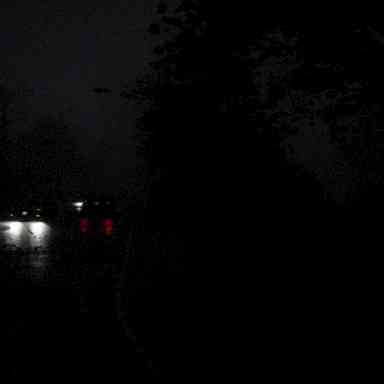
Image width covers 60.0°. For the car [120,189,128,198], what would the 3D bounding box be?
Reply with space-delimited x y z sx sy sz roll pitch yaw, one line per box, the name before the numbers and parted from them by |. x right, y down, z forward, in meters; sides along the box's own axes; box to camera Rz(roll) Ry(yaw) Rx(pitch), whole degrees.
car | -11.097 0.204 51.982 1.994 1.385 4.181 2 2 -9

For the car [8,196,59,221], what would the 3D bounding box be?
car | -9.760 0.963 20.786 1.994 1.385 4.181 2 1 -9

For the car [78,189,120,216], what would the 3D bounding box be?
car | -6.959 0.777 25.276 2.097 1.767 4.553 2 1 -9
